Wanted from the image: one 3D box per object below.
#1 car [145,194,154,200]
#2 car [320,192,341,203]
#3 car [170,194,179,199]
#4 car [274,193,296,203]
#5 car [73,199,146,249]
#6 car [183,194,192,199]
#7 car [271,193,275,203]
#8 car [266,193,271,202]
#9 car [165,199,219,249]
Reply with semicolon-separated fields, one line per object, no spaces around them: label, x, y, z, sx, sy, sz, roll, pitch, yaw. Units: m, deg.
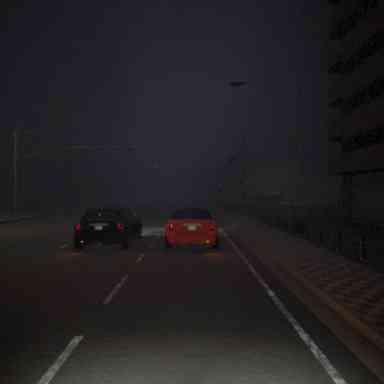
car;-11.738;1.337;91.181;2.097;1.767;4.553;0;0;-1
car;35.732;1.207;84.424;4.605;1.855;1.932;0;0;0
car;-4.679;1.295;86.500;2.097;1.767;4.553;0;0;-1
car;20.782;1.449;73.212;3.806;1.475;1.970;0;0;0
car;-3.500;1.364;14.620;2.097;1.767;4.553;0;0;0
car;-1.179;1.295;86.543;2.097;1.767;4.553;0;0;-1
car;20.767;1.418;76.107;3.905;1.438;1.784;0;0;0
car;20.702;1.207;78.790;4.605;1.855;1.932;0;0;0
car;0.000;1.364;14.620;2.097;1.767;4.553;0;0;0
